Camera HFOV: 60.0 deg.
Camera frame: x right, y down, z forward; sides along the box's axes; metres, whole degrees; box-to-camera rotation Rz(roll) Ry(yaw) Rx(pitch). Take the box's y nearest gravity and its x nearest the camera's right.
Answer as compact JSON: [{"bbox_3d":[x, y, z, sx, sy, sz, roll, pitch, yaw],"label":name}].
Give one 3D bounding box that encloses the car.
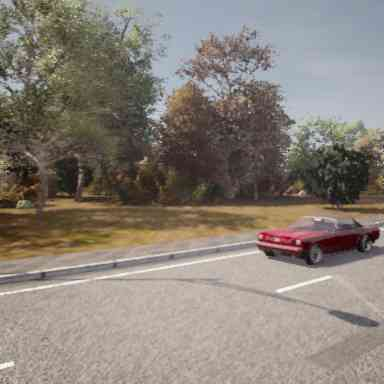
[{"bbox_3d":[4.395,1.491,11.420,4.718,1.301,1.895,-1,1,-35],"label":"car"}]
